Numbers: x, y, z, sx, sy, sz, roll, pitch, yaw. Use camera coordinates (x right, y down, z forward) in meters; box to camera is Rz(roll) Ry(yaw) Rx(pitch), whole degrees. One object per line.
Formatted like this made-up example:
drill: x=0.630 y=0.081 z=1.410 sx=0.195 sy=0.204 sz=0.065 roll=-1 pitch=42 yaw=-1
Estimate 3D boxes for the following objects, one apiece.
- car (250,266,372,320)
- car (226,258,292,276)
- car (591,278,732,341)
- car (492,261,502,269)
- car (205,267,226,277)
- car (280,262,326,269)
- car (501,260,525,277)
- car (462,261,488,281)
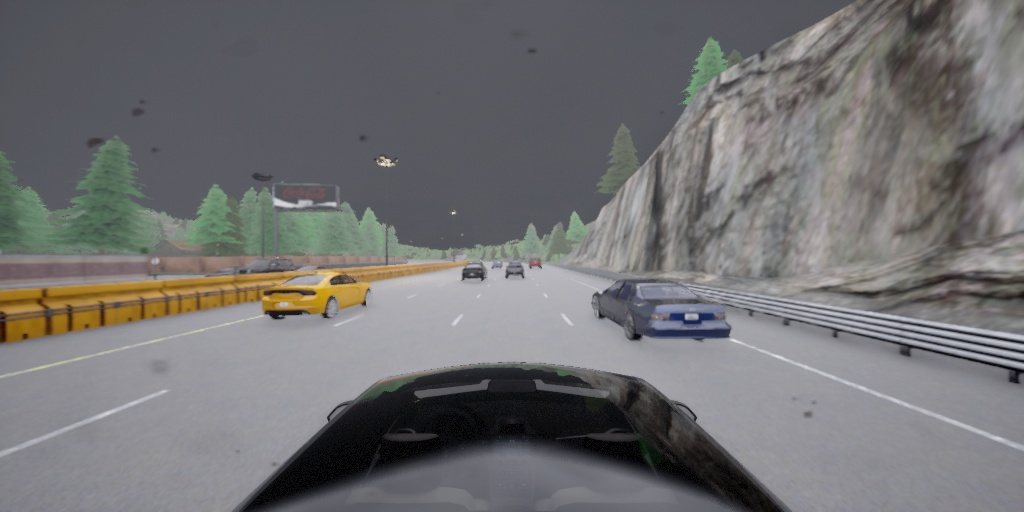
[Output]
car: x=-6.870 y=1.323 z=13.272 sx=1.882 sy=1.535 sz=5.008 roll=0 pitch=0 yaw=0
car: x=-20.873 y=1.233 z=30.540 sx=2.150 sy=2.045 sz=5.566 roll=0 pitch=0 yaw=1
car: x=3.657 y=1.315 z=9.910 sx=2.033 sy=1.411 sz=5.357 roll=0 pitch=0 yaw=-1
car: x=-2.642 y=1.614 z=65.208 sx=2.033 sy=1.411 sz=5.357 roll=0 pitch=0 yaw=-1
car: x=-24.355 y=1.635 z=31.236 sx=1.994 sy=1.385 sz=4.181 roll=0 pitch=0 yaw=1
car: x=-17.356 y=1.505 z=31.147 sx=1.882 sy=1.535 sz=5.008 roll=0 pitch=0 yaw=1
car: x=0.318 y=1.407 z=37.098 sx=2.128 sy=1.511 sz=4.902 roll=0 pitch=0 yaw=1
car: x=-3.271 y=1.391 z=32.174 sx=1.882 sy=1.535 sz=5.008 roll=0 pitch=0 yaw=1
